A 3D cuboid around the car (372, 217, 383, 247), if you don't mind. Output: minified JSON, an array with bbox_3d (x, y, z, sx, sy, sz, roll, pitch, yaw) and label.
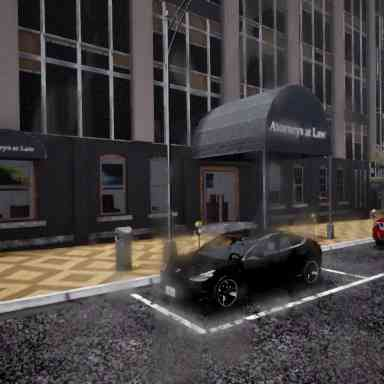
[{"bbox_3d":[9.597,1.310,13.994,5.009,1.841,2.192,0,-1,-37],"label":"car"}]

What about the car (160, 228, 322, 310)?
[{"bbox_3d":[1.317,1.564,7.797,4.313,1.339,1.947,0,-1,-37],"label":"car"}]
